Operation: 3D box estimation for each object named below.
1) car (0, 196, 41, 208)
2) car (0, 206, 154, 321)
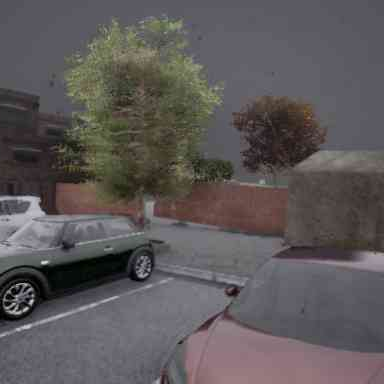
[{"bbox_3d":[-7.439,1.147,10.553,2.435,2.045,5.566,0,0,35],"label":"car"},{"bbox_3d":[-2.958,1.310,7.430,2.185,1.767,4.553,0,0,35],"label":"car"}]
